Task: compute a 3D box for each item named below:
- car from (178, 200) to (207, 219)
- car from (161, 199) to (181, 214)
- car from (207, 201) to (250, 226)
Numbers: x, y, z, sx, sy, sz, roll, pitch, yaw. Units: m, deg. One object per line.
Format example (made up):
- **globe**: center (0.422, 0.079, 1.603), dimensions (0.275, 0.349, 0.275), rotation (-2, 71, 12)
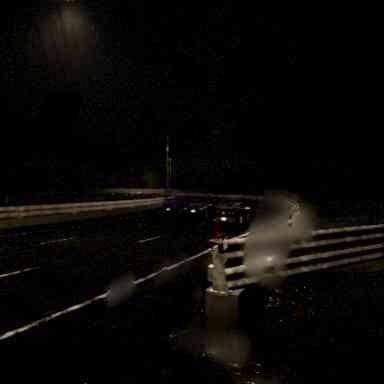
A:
- **car**: center (0.664, 1.457, 28.217), dimensions (1.994, 1.385, 4.181), rotation (0, 0, 16)
- **car**: center (-1.635, 1.394, 33.046), dimensions (1.812, 1.442, 4.674), rotation (0, 0, 14)
- **car**: center (2.790, 1.422, 23.163), dimensions (1.837, 1.490, 4.892), rotation (0, 0, 19)
